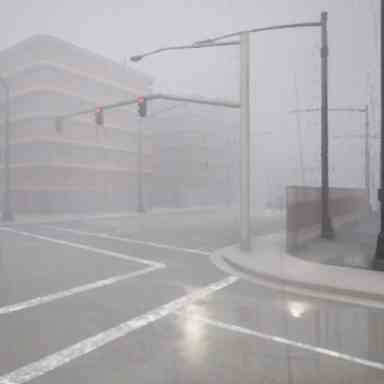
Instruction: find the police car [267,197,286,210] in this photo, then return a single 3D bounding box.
[{"bbox_3d":[12.003,1.525,45.917,1.930,1.638,5.238,0,0,34],"label":"police car"}]
